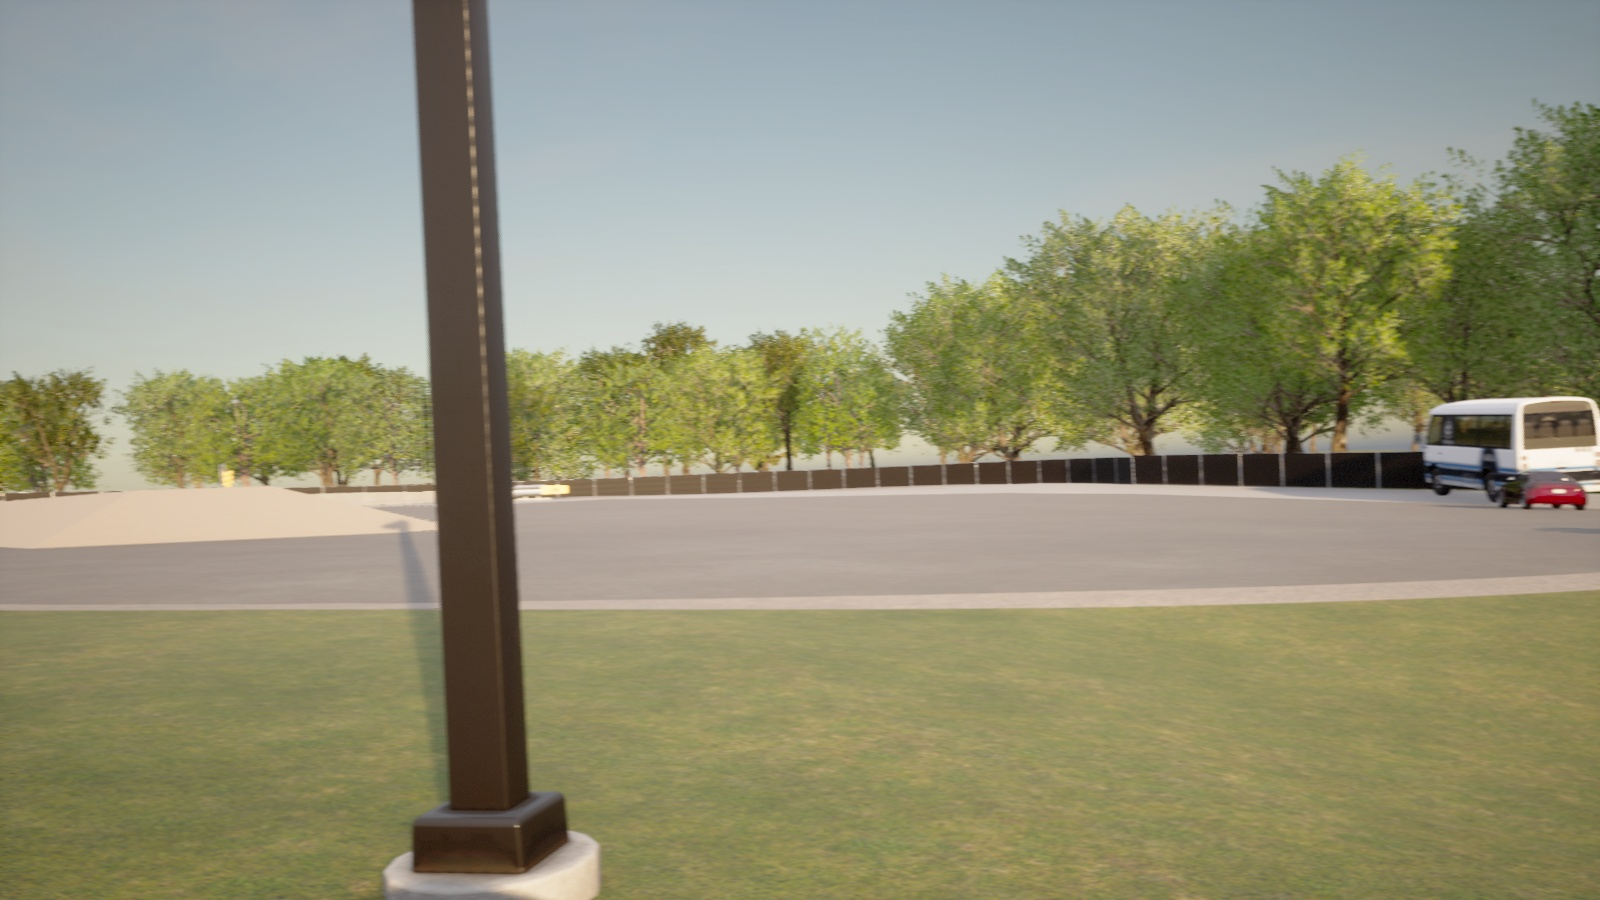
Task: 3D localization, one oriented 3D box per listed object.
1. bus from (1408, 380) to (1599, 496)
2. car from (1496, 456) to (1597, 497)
[{"bbox_3d":[30.226,-0.626,54.048,3.944,4.253,10.273,-4,1,7],"label":"bus"},{"bbox_3d":[26.480,0.935,44.694,1.994,1.385,4.181,-1,-1,15],"label":"car"}]
